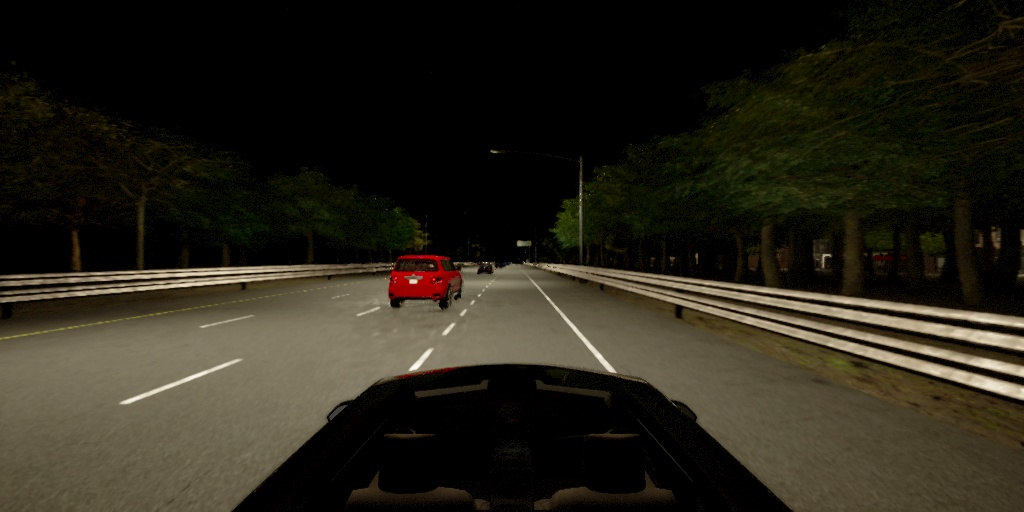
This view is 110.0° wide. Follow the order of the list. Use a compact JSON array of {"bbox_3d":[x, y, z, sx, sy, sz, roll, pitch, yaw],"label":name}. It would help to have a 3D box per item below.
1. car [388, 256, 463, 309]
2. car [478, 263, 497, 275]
[{"bbox_3d":[-3.486,1.022,15.363,2.150,2.045,5.566,0,0,0],"label":"car"},{"bbox_3d":[-3.391,1.672,46.464,2.033,1.411,5.357,0,-1,0],"label":"car"}]
